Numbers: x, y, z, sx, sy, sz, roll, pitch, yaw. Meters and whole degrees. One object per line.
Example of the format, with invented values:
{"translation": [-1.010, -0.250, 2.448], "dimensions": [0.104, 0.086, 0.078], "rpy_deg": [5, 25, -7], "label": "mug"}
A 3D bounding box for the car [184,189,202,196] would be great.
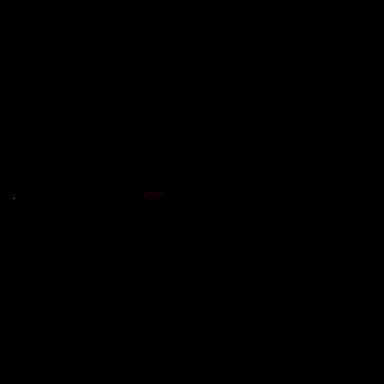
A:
{"translation": [0.263, 0.121, 71.297], "dimensions": [1.882, 1.535, 5.008], "rpy_deg": [0, 1, 35], "label": "car"}

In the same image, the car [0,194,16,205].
{"translation": [-22.905, 0.726, 38.391], "dimensions": [2.097, 1.767, 4.553], "rpy_deg": [0, 1, 35], "label": "car"}

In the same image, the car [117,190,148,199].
{"translation": [-11.009, 0.536, 60.154], "dimensions": [2.033, 1.411, 5.357], "rpy_deg": [0, 1, 36], "label": "car"}

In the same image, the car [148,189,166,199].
{"translation": [-6.873, 0.277, 61.120], "dimensions": [2.097, 1.767, 4.553], "rpy_deg": [0, 1, 36], "label": "car"}
